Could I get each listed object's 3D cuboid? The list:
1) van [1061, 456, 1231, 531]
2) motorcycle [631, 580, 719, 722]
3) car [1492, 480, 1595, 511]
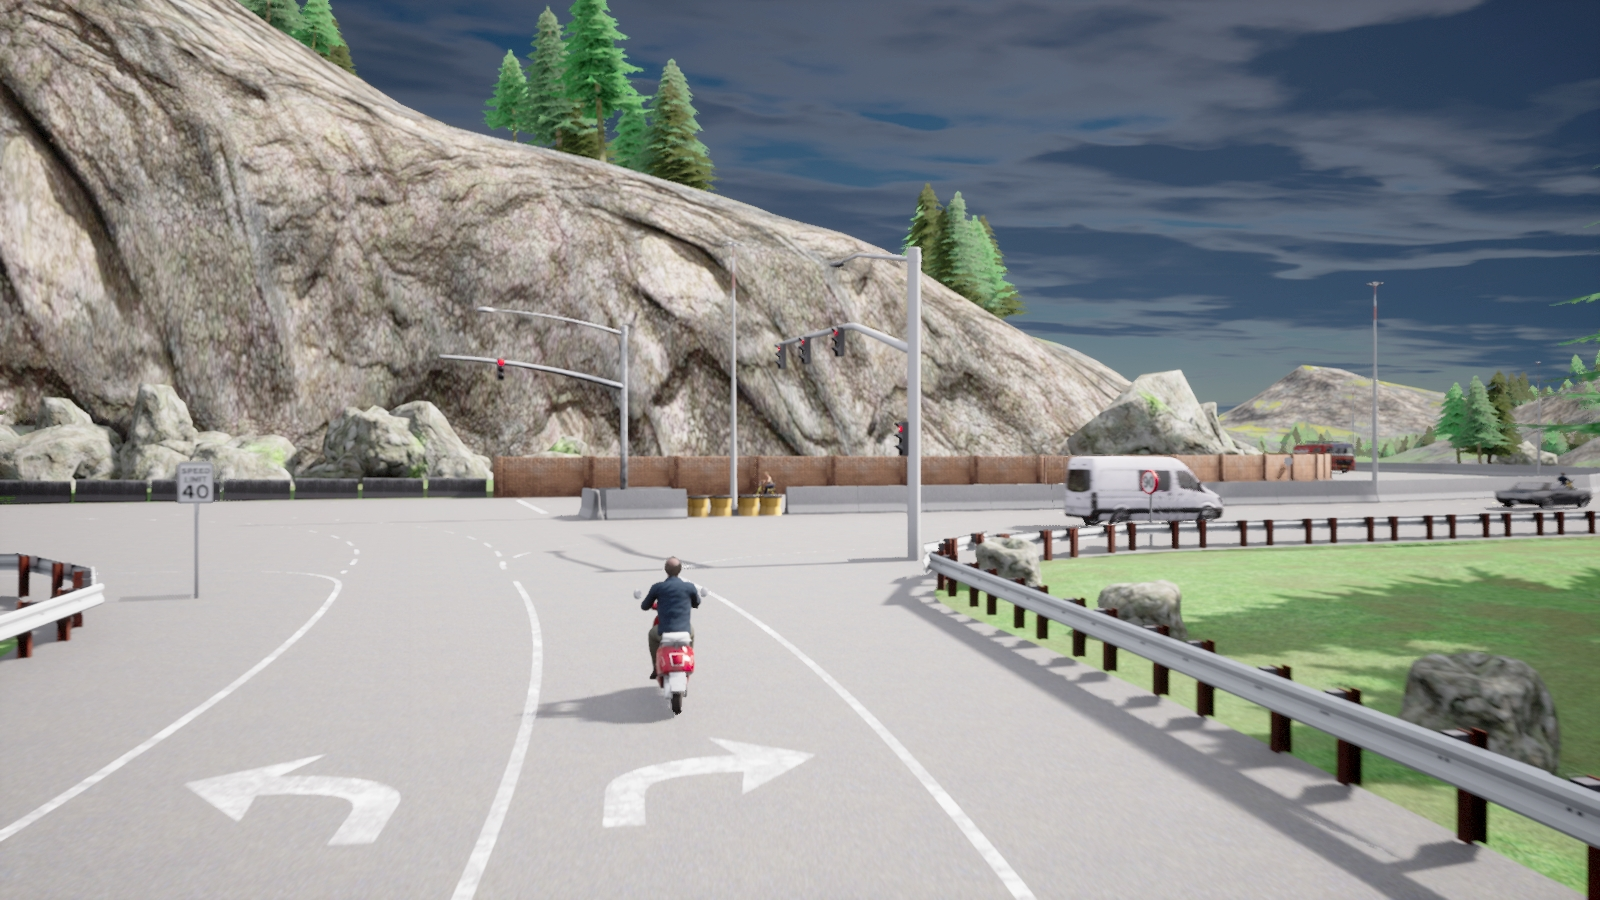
[{"bbox_3d":[12.646,1.522,41.741,5.915,2.561,1.988,0,0,-19],"label":"van"},{"bbox_3d":[-1.425,2.178,12.713,0.856,1.236,1.805,0,0,-10],"label":"motorcycle"},{"bbox_3d":[35.228,2.138,54.117,4.718,1.301,1.895,0,0,-26],"label":"car"}]
